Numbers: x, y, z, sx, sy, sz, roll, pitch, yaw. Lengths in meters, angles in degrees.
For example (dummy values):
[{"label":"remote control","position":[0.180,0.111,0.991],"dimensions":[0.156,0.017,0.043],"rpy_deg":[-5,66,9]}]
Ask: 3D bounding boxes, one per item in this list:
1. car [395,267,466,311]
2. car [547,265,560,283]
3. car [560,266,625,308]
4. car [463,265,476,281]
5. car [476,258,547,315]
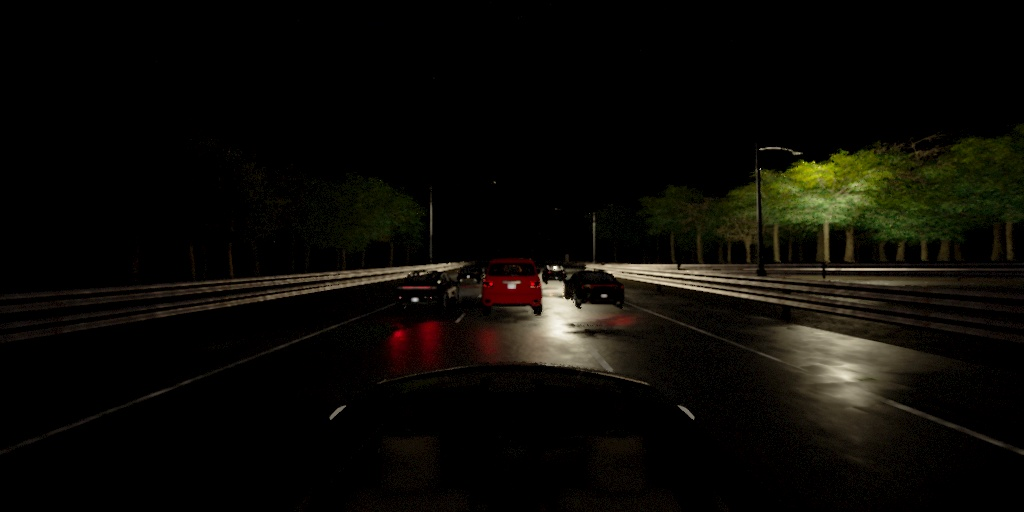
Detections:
[{"label":"car","position":[-3.479,1.385,15.353],"dimensions":[2.128,1.511,4.902],"rpy_deg":[0,0,0]},{"label":"car","position":[3.519,1.533,30.346],"dimensions":[2.128,1.511,4.902],"rpy_deg":[0,0,0]},{"label":"car","position":[3.526,1.378,16.107],"dimensions":[1.882,1.535,5.008],"rpy_deg":[0,0,0]},{"label":"car","position":[-3.475,1.524,31.093],"dimensions":[1.882,1.535,5.008],"rpy_deg":[0,0,0]},{"label":"car","position":[0.012,1.108,14.459],"dimensions":[2.150,2.045,5.566],"rpy_deg":[0,0,0]}]
